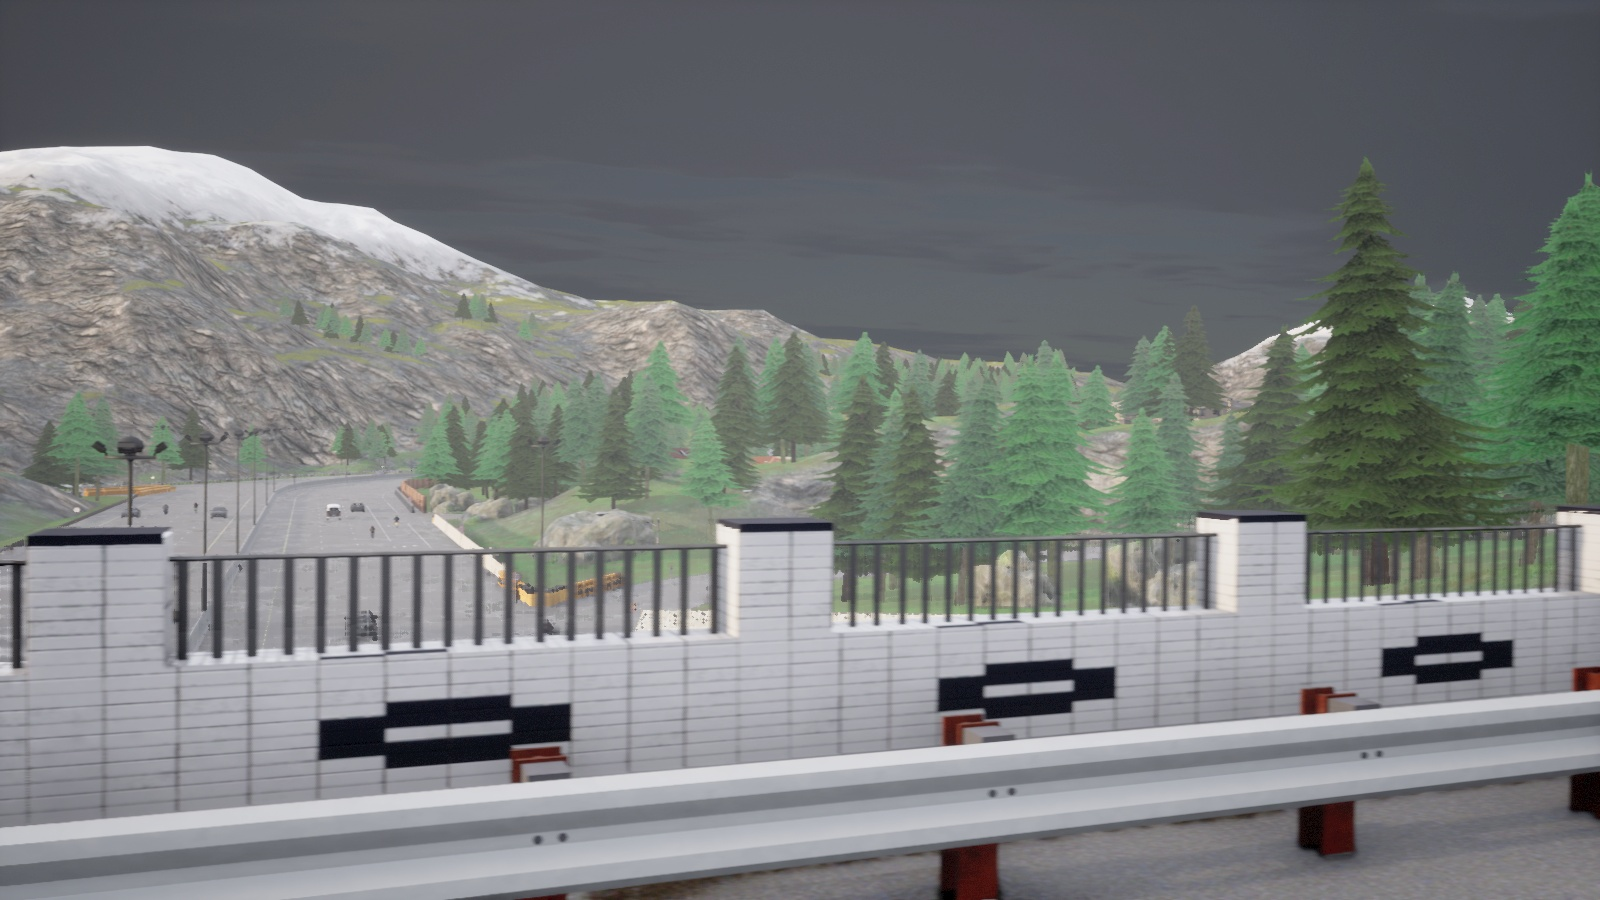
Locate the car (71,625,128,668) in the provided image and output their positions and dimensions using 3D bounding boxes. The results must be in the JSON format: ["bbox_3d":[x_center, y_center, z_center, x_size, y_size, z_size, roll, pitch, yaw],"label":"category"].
[{"bbox_3d":[-39.222,10.975,70.425,2.163,1.488,4.792,-1,1,-21],"label":"car"}]

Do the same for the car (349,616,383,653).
[{"bbox_3d":[-25.603,10.842,74.029,1.789,1.549,3.705,-1,1,-21],"label":"car"}]
